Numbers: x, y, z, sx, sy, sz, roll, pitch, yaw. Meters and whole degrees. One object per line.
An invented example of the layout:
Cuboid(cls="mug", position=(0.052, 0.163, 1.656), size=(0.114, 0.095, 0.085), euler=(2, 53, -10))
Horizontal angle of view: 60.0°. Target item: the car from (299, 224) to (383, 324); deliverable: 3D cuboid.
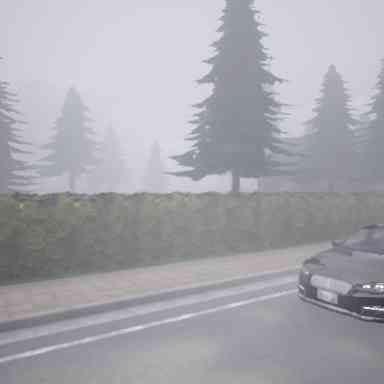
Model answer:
Cuboid(cls="car", position=(4.241, 1.442, 6.849), size=(4.902, 1.511, 2.128), euler=(0, 1, -35))
